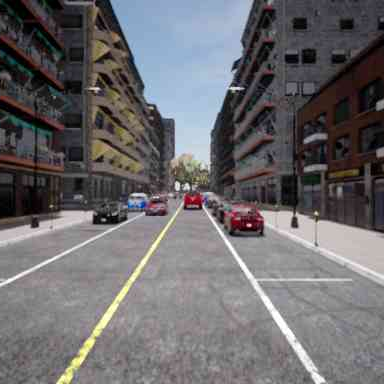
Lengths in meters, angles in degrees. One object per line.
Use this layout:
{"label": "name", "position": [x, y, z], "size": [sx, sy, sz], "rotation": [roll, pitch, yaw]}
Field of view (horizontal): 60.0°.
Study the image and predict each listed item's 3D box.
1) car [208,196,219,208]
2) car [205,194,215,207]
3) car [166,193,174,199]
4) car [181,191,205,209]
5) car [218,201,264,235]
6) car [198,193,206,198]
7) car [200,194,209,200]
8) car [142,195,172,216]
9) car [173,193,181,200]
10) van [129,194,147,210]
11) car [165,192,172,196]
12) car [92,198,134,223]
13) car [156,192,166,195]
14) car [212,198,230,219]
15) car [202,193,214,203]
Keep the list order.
{"label": "car", "position": [2.710, 1.357, 29.340], "size": [1.947, 1.339, 4.313], "rotation": [1, 0, 0]}
{"label": "car", "position": [2.712, 1.262, 40.732], "size": [2.008, 1.369, 4.403], "rotation": [1, 0, 0]}
{"label": "car", "position": [-5.633, 0.917, 86.071], "size": [1.752, 1.417, 4.829], "rotation": [1, 0, 0]}
{"label": "car", "position": [0.120, 0.938, 40.228], "size": [2.150, 2.045, 5.566], "rotation": [0, 1, 0]}
{"label": "car", "position": [2.708, 1.417, 17.948], "size": [1.887, 1.381, 4.507], "rotation": [1, 0, 0]}
{"label": "car", "position": [2.722, 0.896, 91.998], "size": [1.887, 1.381, 4.507], "rotation": [1, 0, 0]}
{"label": "car", "position": [2.718, 1.053, 74.910], "size": [1.802, 1.307, 4.206], "rotation": [1, 0, 0]}
{"label": "car", "position": [-3.091, 1.312, 30.053], "size": [1.812, 1.442, 4.674], "rotation": [0, 0, 0]}
{"label": "car", "position": [-2.986, 0.979, 72.334], "size": [1.837, 1.490, 4.892], "rotation": [0, 0, 0]}
{"label": "van", "position": [-5.665, 1.092, 34.974], "size": [1.690, 1.788, 3.998], "rotation": [1, 0, 0]}
{"label": "car", "position": [-5.660, 0.866, 63.456], "size": [2.192, 1.841, 5.009], "rotation": [1, 0, 0]}
{"label": "car", "position": [-5.672, 1.398, 23.583], "size": [1.947, 1.339, 4.313], "rotation": [1, 0, 0]}
{"label": "car", "position": [-5.666, 1.181, 52.064], "size": [2.008, 1.369, 4.403], "rotation": [1, 0, 0]}
{"label": "car", "position": [2.708, 1.398, 23.644], "size": [1.947, 1.339, 4.313], "rotation": [1, 0, 0]}
{"label": "car", "position": [2.717, 1.031, 57.821], "size": [1.967, 1.590, 4.097], "rotation": [1, 0, 0]}
